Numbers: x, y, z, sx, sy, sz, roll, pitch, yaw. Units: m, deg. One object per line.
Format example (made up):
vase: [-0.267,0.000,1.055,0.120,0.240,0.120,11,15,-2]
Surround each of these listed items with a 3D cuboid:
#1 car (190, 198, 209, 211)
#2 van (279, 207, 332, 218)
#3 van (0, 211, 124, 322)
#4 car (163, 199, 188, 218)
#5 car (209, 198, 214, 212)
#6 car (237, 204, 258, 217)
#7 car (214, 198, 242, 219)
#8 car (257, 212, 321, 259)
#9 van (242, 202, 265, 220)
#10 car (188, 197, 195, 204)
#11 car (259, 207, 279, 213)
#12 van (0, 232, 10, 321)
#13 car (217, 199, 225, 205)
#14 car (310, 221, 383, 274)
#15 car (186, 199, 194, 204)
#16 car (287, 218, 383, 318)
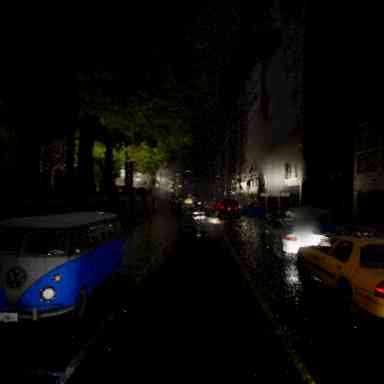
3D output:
car: [1.167,2.099,50.884,2.128,1.511,4.902,2,-1,1]
van: [6.195,1.762,18.099,1.690,1.788,3.998,2,-1,1]
van: [-2.609,1.335,6.974,1.690,1.788,3.998,2,-1,1]
car: [-1.892,1.651,35.253,2.192,1.841,5.009,2,-1,1]
car: [4.112,1.901,48.410,2.150,2.045,5.566,2,-1,1]
car: [6.762,2.255,40.729,1.947,1.339,4.313,2,-1,1]
car: [3.814,1.759,35.726,2.150,2.045,5.566,2,0,2]
car: [4.126,1.828,13.800,1.812,1.442,4.674,2,-1,1]
van: [6.626,1.965,35.074,1.690,1.788,3.998,2,-1,1]
car: [-0.797,2.353,78.753,1.752,1.417,4.829,2,-1,1]
car: [6.332,2.034,23.755,1.887,1.381,4.507,2,-1,1]
van: [-2.753,1.264,1.318,1.690,1.788,3.998,2,-1,1]
car: [8.142,2.748,95.087,1.967,1.590,4.097,2,-1,1]
car: [6.044,1.933,12.438,1.802,1.307,4.206,2,-1,1]
car: [-0.517,2.501,89.820,1.887,1.381,4.507,2,-1,1]
car: [3.981,1.685,7.993,1.801,1.575,5.366,2,-1,1]
